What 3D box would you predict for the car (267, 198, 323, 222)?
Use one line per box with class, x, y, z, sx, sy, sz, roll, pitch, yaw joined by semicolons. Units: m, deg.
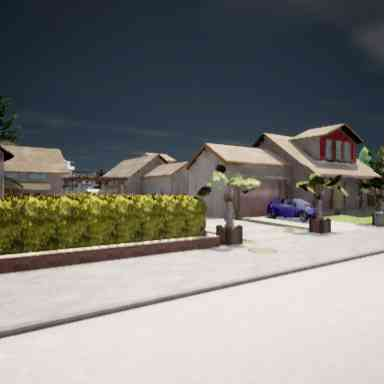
car;6.915;1.139;22.389;1.845;1.501;3.633;0;0;-38
